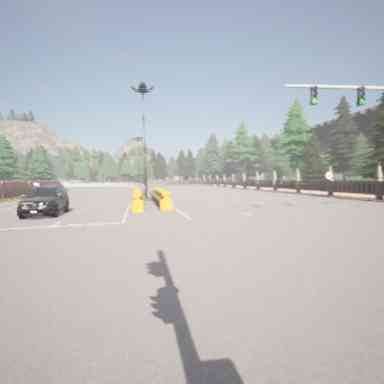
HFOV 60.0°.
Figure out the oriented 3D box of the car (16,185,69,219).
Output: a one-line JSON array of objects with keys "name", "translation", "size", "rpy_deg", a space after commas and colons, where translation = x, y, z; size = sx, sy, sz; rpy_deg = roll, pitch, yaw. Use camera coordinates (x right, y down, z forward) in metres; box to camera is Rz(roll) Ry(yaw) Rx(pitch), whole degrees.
[{"name": "car", "translation": [-9.759, 0.615, 22.204], "size": [2.150, 2.045, 5.566], "rpy_deg": [-2, 5, -9]}]
